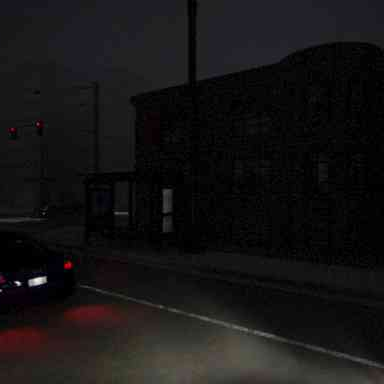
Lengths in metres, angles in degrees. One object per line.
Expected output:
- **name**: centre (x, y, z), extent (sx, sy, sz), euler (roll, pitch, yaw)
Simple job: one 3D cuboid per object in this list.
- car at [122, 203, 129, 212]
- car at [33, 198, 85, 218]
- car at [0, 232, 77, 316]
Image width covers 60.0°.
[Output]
- **car**: centre (-6.044, 1.530, 38.613), extent (1.812, 1.442, 4.674), euler (0, 0, 36)
- **car**: centre (-11.995, 1.356, 30.298), extent (2.097, 1.767, 4.553), euler (0, 0, 36)
- **car**: centre (-4.380, 1.565, 7.125), extent (4.181, 1.385, 1.994), euler (0, 0, 36)
